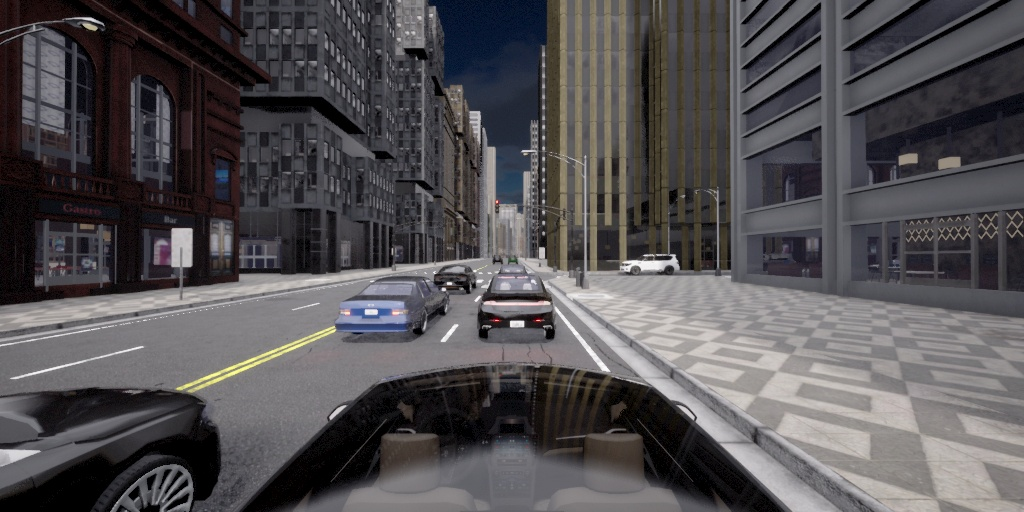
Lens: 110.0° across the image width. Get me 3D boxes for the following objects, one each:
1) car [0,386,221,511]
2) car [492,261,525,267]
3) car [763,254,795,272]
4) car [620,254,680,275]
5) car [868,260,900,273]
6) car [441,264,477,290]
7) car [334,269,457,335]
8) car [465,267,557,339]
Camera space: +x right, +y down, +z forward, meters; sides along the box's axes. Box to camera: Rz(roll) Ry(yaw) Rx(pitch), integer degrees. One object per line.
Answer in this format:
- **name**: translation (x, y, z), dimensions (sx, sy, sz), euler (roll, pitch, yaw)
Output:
- **car**: translation (-3.149, 1.241, 0.751), dimensions (2.128, 1.511, 4.902), euler (0, 0, 0)
- **car**: translation (0.045, 1.224, 19.503), dimensions (2.128, 1.511, 4.902), euler (0, 0, 0)
- **car**: translation (25.067, 0.806, 35.828), dimensions (5.566, 2.045, 2.150), euler (0, 0, 0)
- **car**: translation (13.737, 0.855, 35.829), dimensions (5.566, 2.045, 2.150), euler (0, 0, 0)
- **car**: translation (38.366, 1.081, 35.806), dimensions (5.357, 1.411, 2.033), euler (0, 0, 0)
- **car**: translation (-3.101, 1.208, 20.263), dimensions (1.882, 1.535, 5.008), euler (0, 0, 0)
- **car**: translation (-3.129, 1.292, 10.494), dimensions (2.033, 1.411, 5.357), euler (0, 0, 0)
- **car**: translation (0.120, 1.237, 10.074), dimensions (2.128, 1.511, 4.902), euler (0, 0, 0)
